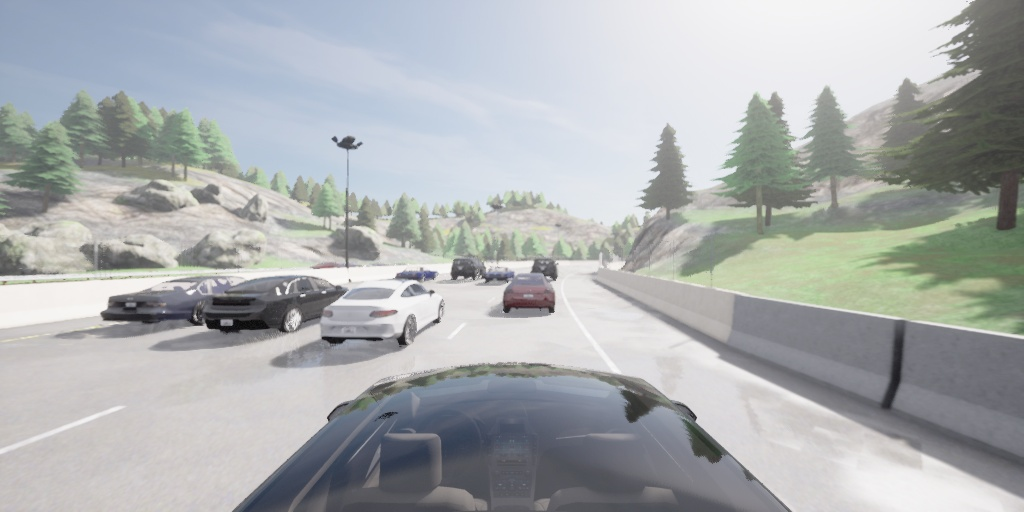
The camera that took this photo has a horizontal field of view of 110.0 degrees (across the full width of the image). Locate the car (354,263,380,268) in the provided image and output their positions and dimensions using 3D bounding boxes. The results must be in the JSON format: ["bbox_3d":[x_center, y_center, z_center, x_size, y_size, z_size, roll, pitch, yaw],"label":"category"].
[{"bbox_3d":[-18.615,1.611,49.178,2.033,1.411,5.357,0,0,14],"label":"car"}]

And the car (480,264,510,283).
[{"bbox_3d":[-0.937,1.548,29.930,1.895,1.301,4.718,0,0,9],"label":"car"}]

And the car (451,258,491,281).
[{"bbox_3d":[-3.930,1.190,33.281,2.150,2.045,5.566,0,0,10],"label":"car"}]

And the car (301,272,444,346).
[{"bbox_3d":[-3.137,1.326,9.466,1.812,1.442,4.674,0,0,3],"label":"car"}]

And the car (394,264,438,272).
[{"bbox_3d":[-7.933,1.545,30.510,1.895,1.301,4.718,0,0,9],"label":"car"}]

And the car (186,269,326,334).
[{"bbox_3d":[-6.558,1.314,10.841,1.837,1.490,4.892,0,0,3],"label":"car"}]

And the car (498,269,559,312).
[{"bbox_3d":[0.751,1.407,14.832,1.994,1.385,4.181,0,0,4],"label":"car"}]

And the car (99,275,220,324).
[{"bbox_3d":[-9.997,1.360,12.067,2.033,1.411,5.357,0,0,4],"label":"car"}]

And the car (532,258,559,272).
[{"bbox_3d":[3.066,1.193,32.673,2.150,2.045,5.566,0,0,10],"label":"car"}]

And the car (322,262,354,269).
[{"bbox_3d":[-22.432,1.601,48.333,2.033,1.411,5.357,0,0,13],"label":"car"}]

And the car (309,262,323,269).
[{"bbox_3d":[-25.709,1.536,49.530,1.882,1.535,5.008,0,0,14],"label":"car"}]

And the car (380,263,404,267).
[{"bbox_3d":[-15.278,1.622,47.978,1.994,1.385,4.181,0,0,14],"label":"car"}]
